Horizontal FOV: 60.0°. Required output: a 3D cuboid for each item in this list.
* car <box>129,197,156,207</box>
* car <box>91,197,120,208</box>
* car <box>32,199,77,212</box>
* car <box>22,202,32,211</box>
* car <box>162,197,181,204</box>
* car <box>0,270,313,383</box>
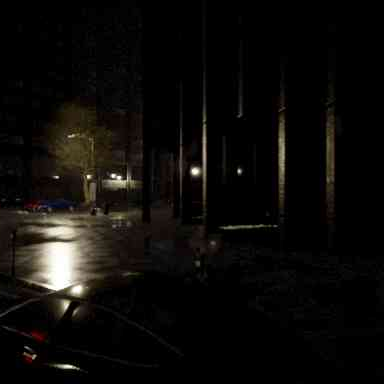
[{"bbox_3d":[-7.559,1.526,51.185,1.837,1.490,4.892,0,1,35],"label":"car"},{"bbox_3d":[-12.811,1.552,49.392,1.812,1.442,4.674,0,0,35],"label":"car"},{"bbox_3d":[-15.907,1.579,39.385,1.812,1.442,4.674,0,0,35],"label":"car"},{"bbox_3d":[-18.661,1.612,41.133,1.994,1.385,4.181,0,0,34],"label":"car"},{"bbox_3d":[-3.568,1.612,62.336,1.895,1.301,4.718,0,0,35],"label":"car"},{"bbox_3d":[-0.935,1.574,3.619,4.313,1.339,1.947,0,0,35],"label":"car"}]
